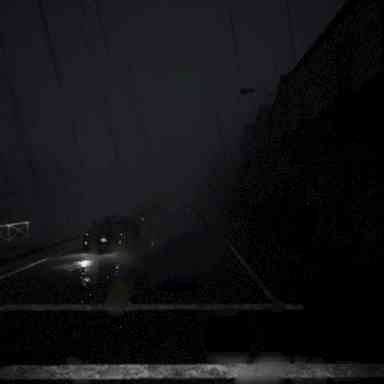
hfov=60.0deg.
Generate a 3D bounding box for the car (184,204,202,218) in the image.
[{"bbox_3d":[0.116,2.151,38.507,2.128,1.511,4.902,0,-1,0],"label":"car"}]

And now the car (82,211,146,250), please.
[{"bbox_3d":[-3.582,1.792,15.449,1.994,1.385,4.181,0,-1,0],"label":"car"}]

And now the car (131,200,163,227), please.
[{"bbox_3d":[-3.567,1.664,26.849,2.150,2.045,5.566,0,-1,0],"label":"car"}]

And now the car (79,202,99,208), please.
[{"bbox_3d":[-22.143,2.956,72.241,4.611,1.667,2.242,0,-1,0],"label":"car"}]

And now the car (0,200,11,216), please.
[{"bbox_3d":[-22.610,1.917,38.253,1.905,1.878,3.866,0,-1,0],"label":"car"}]
